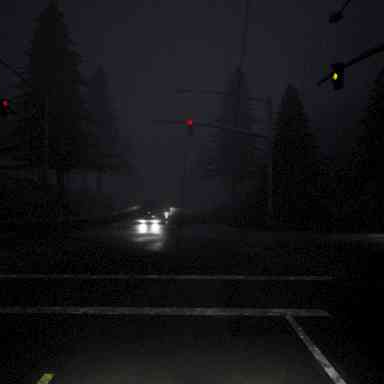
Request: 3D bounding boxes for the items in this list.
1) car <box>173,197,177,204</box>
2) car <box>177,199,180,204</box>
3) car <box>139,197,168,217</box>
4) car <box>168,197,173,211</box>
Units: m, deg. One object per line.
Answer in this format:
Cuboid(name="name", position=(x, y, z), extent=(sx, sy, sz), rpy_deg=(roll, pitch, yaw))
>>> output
Cuboid(name="car", position=(-3.955, 1.491, 50.385), extent=(2.128, 1.511, 4.902), rpy_deg=(0, 0, -7))
Cuboid(name="car", position=(-4.122, 1.564, 61.576), extent=(1.994, 1.385, 4.181), rpy_deg=(0, 0, -39))
Cuboid(name="car", position=(-3.664, 1.491, 30.732), extent=(2.128, 1.511, 4.902), rpy_deg=(0, 0, 0))
Cuboid(name="car", position=(-3.663, 1.478, 40.235), extent=(1.882, 1.535, 5.008), rpy_deg=(0, 0, 0))
